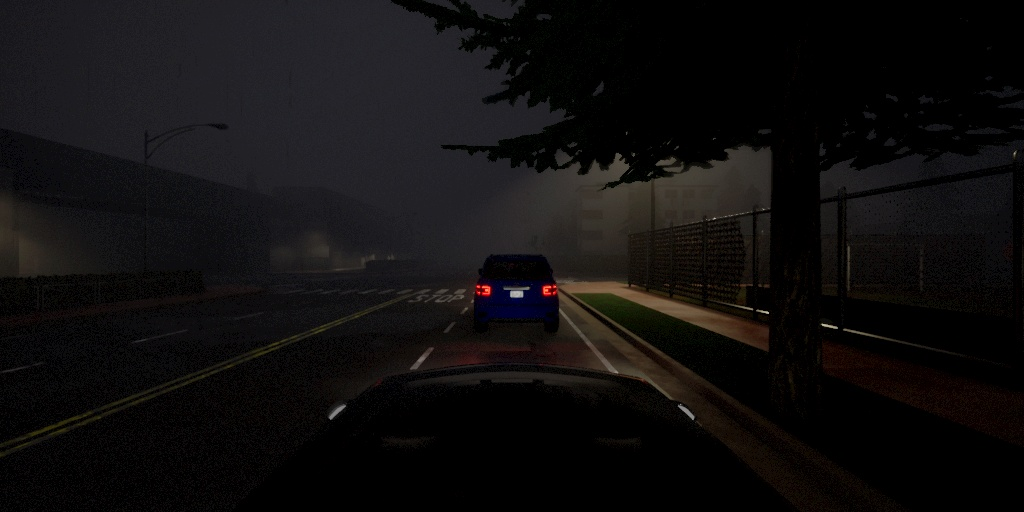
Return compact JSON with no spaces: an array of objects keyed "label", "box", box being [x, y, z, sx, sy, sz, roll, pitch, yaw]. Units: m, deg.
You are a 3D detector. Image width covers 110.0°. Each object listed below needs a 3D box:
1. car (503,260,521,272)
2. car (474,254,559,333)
[{"label":"car","box":[0.013,1.235,45.769,2.128,1.511,4.902,0,0,0]},{"label":"car","box":[0.113,0.970,10.932,2.150,2.045,5.566,0,0,0]}]
